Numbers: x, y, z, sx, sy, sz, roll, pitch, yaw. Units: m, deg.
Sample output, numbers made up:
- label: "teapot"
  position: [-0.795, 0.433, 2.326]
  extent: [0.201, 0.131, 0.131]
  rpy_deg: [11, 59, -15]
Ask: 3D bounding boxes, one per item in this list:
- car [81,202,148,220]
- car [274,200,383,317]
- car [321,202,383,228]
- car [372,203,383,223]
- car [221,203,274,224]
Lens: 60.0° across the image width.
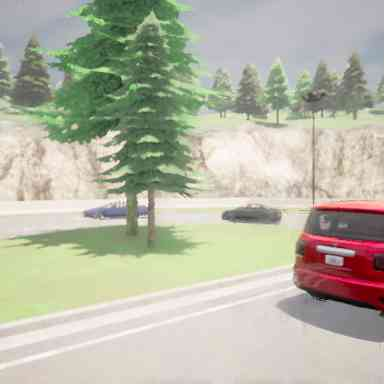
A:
- label: "car"
  position: [-6.307, 1.495, 27.449]
  extent: [5.357, 1.411, 2.033]
  rpy_deg: [0, 0, -27]
- label: "car"
  position: [4.465, 1.188, 7.074]
  extent: [5.566, 2.045, 2.150]
  rpy_deg: [-1, 0, -37]
- label: "car"
  position: [11.002, 1.464, 22.101]
  extent: [1.994, 1.385, 4.181]
  rpy_deg: [0, 0, -28]
- label: "car"
  position: [14.859, 1.486, 22.379]
  extent: [1.895, 1.301, 4.718]
  rpy_deg: [0, 0, -23]
- label: "car"
  position: [4.226, 1.483, 23.803]
  extent: [4.181, 1.385, 1.994]
  rpy_deg: [0, 0, 32]
